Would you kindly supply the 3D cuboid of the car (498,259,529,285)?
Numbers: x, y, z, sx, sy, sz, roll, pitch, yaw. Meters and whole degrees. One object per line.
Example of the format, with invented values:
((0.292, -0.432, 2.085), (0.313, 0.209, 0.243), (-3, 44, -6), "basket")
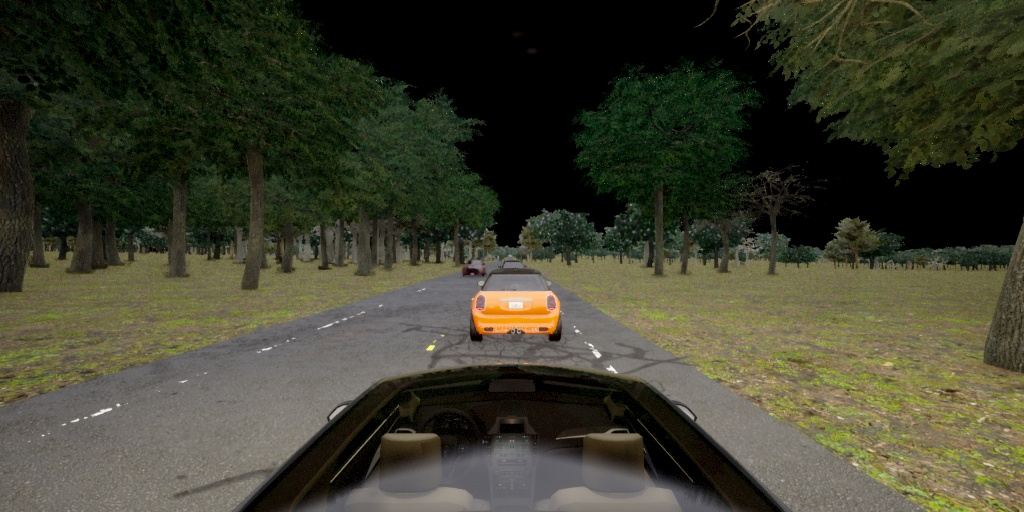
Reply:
((0.043, 1.103, 26.753), (2.097, 1.767, 4.553), (0, 0, -1), "car")

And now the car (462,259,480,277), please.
((-3.680, 1.110, 35.490), (2.097, 1.767, 4.553), (0, 0, 0), "car")

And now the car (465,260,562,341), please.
((0.082, 1.102, 10.016), (2.097, 1.767, 4.553), (0, 0, 0), "car")
